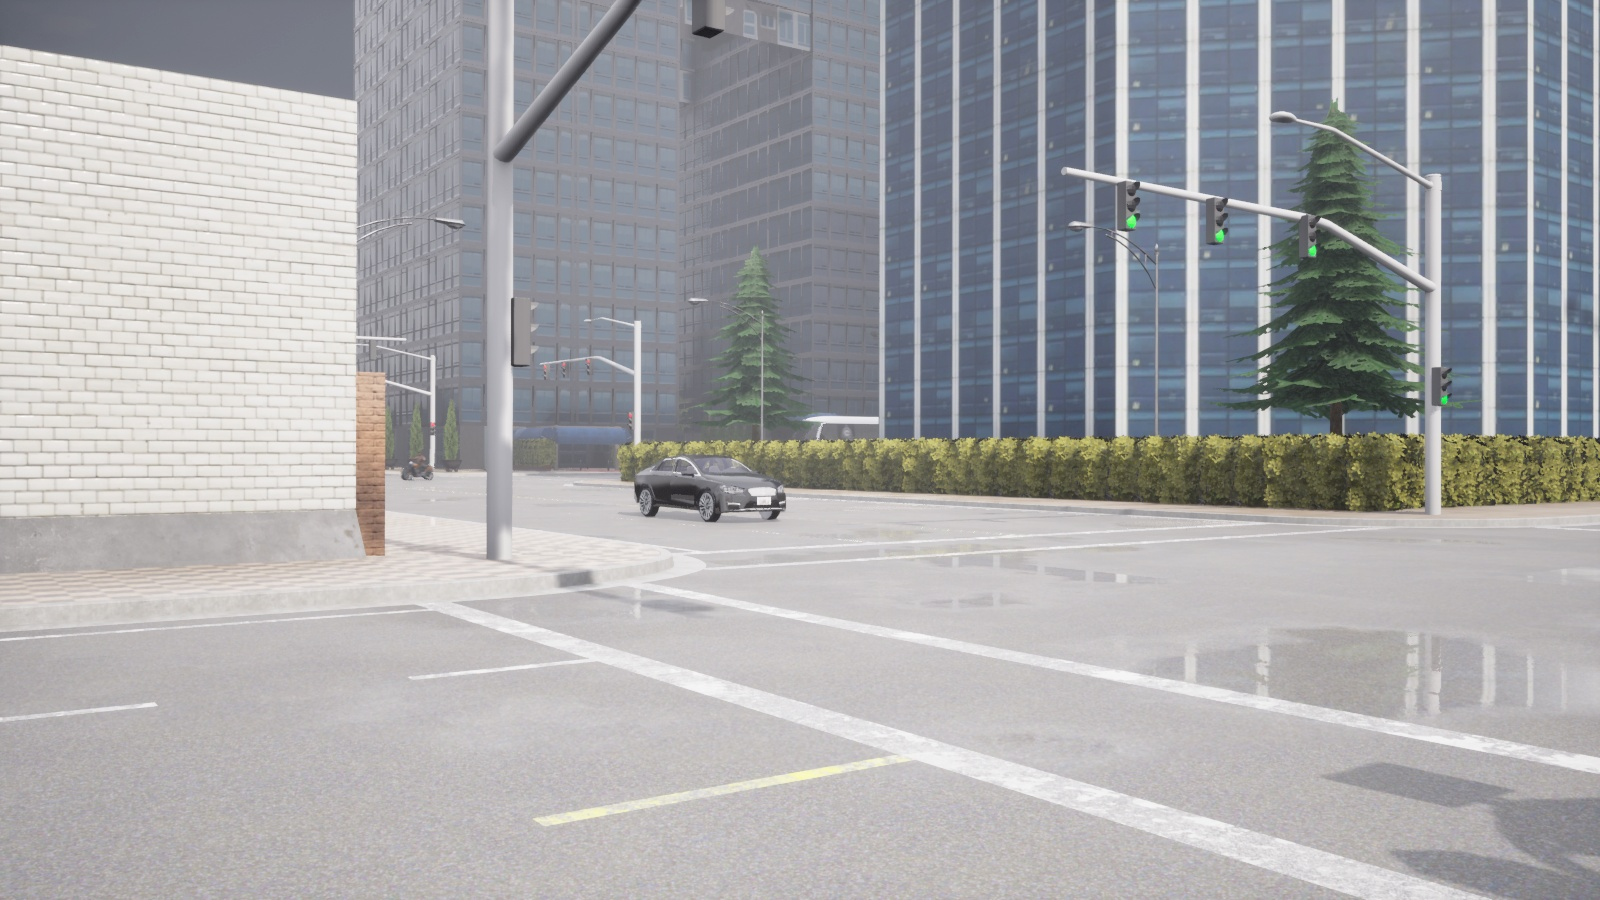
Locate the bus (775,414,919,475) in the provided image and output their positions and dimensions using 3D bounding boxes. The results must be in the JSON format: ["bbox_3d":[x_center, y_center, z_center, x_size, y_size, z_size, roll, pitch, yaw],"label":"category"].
[{"bbox_3d":[3.536,-0.358,92.282,10.273,4.253,3.944,0,0,-35],"label":"bus"}]

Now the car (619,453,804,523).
[{"bbox_3d":[-2.194,0.834,29.697,2.128,1.511,4.902,0,0,-35],"label":"car"}]

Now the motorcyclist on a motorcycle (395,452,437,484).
[{"bbox_3d":[-20.698,0.960,67.731,0.766,1.649,2.350,1,0,24],"label":"motorcyclist on a motorcycle"}]
